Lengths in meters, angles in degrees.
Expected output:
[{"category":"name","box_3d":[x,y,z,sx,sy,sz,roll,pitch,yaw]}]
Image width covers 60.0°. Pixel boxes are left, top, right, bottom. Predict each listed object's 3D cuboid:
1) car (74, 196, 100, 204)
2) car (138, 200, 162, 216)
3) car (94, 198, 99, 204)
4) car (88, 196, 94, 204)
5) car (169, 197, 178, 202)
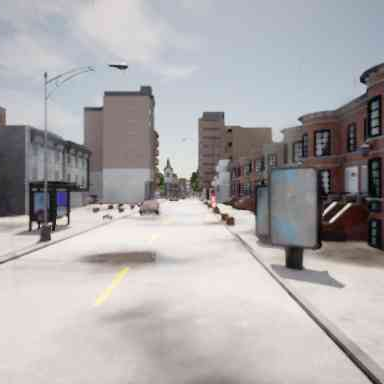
[{"category":"car","box_3d":[-19.455,1.426,61.624,4.193,1.474,1.816,0,0,10]},{"category":"car","box_3d":[-4.088,1.530,33.157,1.812,1.442,4.674,0,0,0]},{"category":"car","box_3d":[-19.311,1.357,58.673,4.611,1.667,2.242,0,0,10]},{"category":"car","box_3d":[-19.077,1.251,55.571,3.866,1.878,1.905,0,0,10]},{"category":"car","box_3d":[-4.037,1.718,74.000,1.994,1.385,4.181,0,0,0]}]
